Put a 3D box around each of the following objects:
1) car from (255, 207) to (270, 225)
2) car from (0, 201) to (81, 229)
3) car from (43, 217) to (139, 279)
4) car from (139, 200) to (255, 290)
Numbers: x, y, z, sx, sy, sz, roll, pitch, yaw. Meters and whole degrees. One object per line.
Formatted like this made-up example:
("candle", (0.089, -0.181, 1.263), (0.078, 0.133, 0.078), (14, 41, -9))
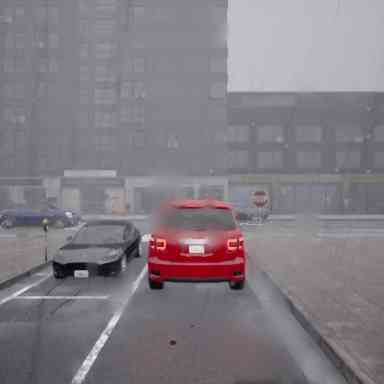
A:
("car", (2.987, 1.472, 23.590), (4.902, 1.511, 2.128), (0, 0, 0))
("car", (-9.269, 1.370, 20.646), (4.553, 1.767, 2.097), (0, 0, -2))
("car", (-2.615, 1.564, 10.055), (1.947, 1.339, 4.313), (0, 0, 0))
("car", (0.132, 1.220, 9.230), (2.150, 2.045, 5.566), (0, 0, 1))
